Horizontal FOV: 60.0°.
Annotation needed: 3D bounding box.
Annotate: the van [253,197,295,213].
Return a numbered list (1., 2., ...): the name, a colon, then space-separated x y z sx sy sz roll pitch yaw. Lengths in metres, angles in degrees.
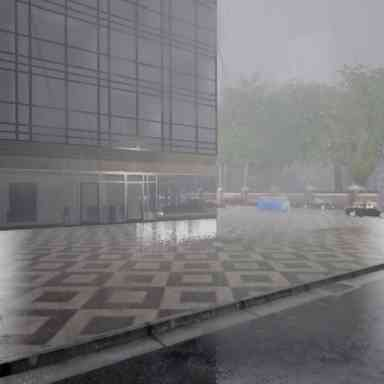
1. van: 9.355 1.441 38.193 1.690 1.788 3.998 -1 0 -35

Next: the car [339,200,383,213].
1. car: 19.503 1.587 38.605 1.802 1.307 4.206 -1 0 -35

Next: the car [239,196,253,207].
1. car: 9.944 1.654 52.148 1.802 1.307 4.206 -1 0 -35

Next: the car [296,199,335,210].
1. car: 16.317 1.583 43.119 2.008 1.369 4.403 -1 0 -35

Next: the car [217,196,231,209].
1. car: 2.984 1.684 47.222 1.887 1.381 4.507 -1 0 -35

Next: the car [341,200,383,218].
1. car: 15.730 1.592 29.165 2.008 1.369 4.403 -1 0 -35

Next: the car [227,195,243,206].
1. car: 6.755 1.399 56.661 2.192 1.841 5.009 -1 0 -35
